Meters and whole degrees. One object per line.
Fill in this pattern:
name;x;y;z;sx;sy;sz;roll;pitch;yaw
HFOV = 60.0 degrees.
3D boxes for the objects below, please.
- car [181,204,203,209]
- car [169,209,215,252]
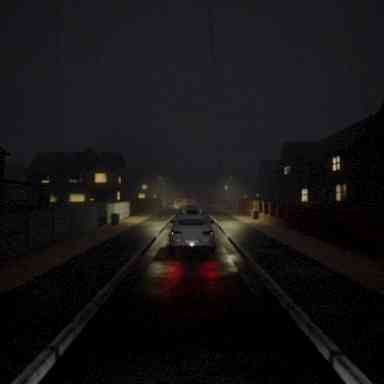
car;0.007;1.809;29.422;1.812;1.442;4.674;0;0;0
car;0.006;1.667;14.409;1.812;1.442;4.674;0;0;0
